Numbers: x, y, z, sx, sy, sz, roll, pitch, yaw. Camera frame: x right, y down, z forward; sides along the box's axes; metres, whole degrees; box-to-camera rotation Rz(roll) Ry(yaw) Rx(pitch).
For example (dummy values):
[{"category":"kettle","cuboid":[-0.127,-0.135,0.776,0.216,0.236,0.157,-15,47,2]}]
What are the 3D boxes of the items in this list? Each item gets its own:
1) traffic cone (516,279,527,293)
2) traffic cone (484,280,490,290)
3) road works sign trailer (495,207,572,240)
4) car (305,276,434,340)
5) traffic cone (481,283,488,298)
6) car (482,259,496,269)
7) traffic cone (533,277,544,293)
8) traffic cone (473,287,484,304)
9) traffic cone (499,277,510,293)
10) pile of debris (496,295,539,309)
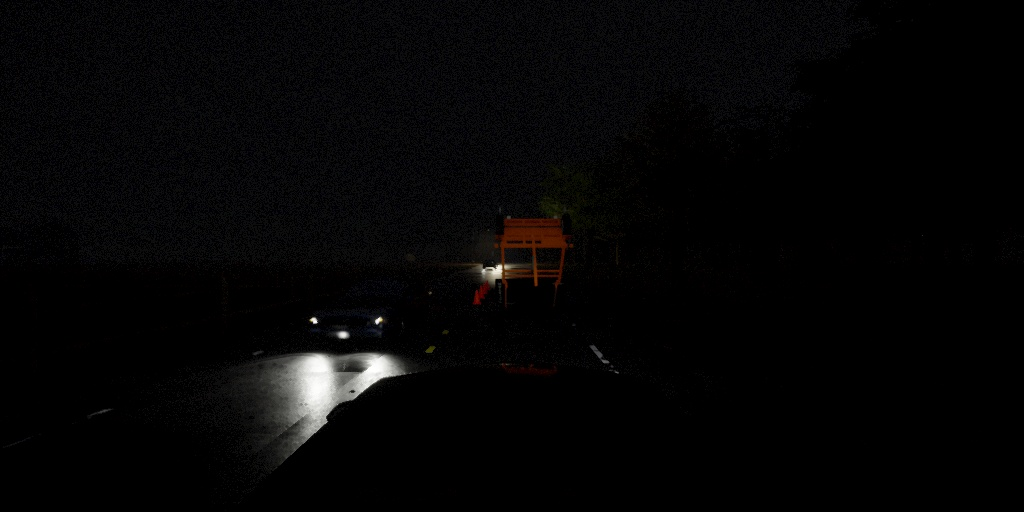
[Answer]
[{"category":"traffic cone","cuboid":[0.558,1.686,20.890,0.340,0.580,0.340,0,0,0]},{"category":"traffic cone","cuboid":[-1.445,1.689,18.895,0.340,0.580,0.340,0,0,0]},{"category":"road works sign trailer","cuboid":[0.635,-2.366,10.103,2.380,3.560,2.880,0,0,0]},{"category":"car","cuboid":[-3.574,1.289,10.248,2.033,1.411,5.357,0,0,0]},{"category":"traffic cone","cuboid":[-1.449,1.691,16.895,0.340,0.580,0.340,0,0,0]},{"category":"car","cuboid":[-3.380,1.182,53.780,1.837,1.490,4.892,0,0,0]},{"category":"traffic cone","cuboid":[1.557,1.686,20.888,0.340,0.580,0.340,0,0,0]},{"category":"traffic cone","cuboid":[-1.453,1.693,14.895,0.340,0.580,0.340,0,0,0]},{"category":"traffic cone","cuboid":[-0.441,1.686,20.893,0.340,0.580,0.340,0,0,0]},{"category":"pile of debris","cuboid":[0.031,1.903,14.898,1.860,0.140,1.500,0,0,0]}]
